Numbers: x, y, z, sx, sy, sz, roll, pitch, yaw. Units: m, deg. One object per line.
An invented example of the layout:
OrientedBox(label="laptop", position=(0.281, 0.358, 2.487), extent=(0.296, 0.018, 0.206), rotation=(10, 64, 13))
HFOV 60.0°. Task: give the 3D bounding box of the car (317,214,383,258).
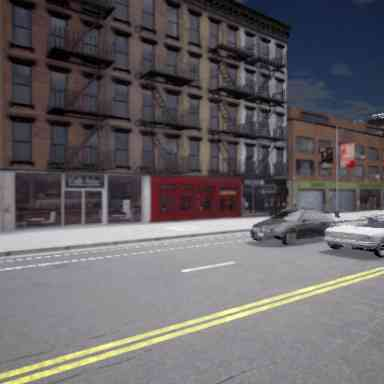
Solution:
OrientedBox(label="car", position=(7.154, 1.562, 12.798), extent=(4.718, 1.301, 1.895), rotation=(0, 0, -36))

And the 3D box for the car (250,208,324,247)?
OrientedBox(label="car", position=(4.720, 1.490, 15.051), extent=(4.674, 1.442, 1.812), rotation=(0, 0, -36))
